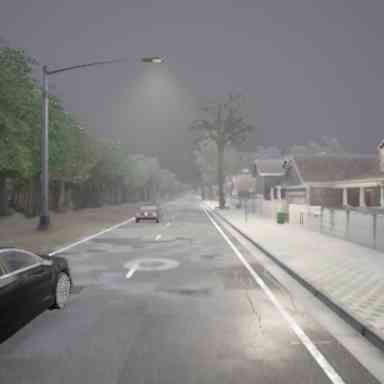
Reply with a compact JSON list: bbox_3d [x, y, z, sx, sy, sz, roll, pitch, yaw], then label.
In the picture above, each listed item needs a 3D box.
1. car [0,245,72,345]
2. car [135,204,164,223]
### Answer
[{"bbox_3d":[-3.418,1.527,5.026,2.128,1.511,4.902,0,0,0],"label":"car"},{"bbox_3d":[-3.402,1.712,27.204,2.033,1.411,5.357,0,0,0],"label":"car"}]
